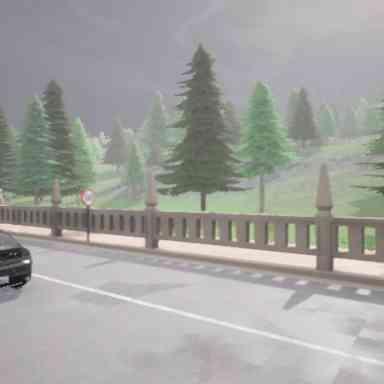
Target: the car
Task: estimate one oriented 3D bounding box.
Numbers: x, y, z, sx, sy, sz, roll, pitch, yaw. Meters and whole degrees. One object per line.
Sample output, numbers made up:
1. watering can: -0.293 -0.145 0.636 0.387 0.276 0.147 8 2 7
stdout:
1. car: -5.804 1.544 8.117 4.892 1.490 1.837 0 0 36
